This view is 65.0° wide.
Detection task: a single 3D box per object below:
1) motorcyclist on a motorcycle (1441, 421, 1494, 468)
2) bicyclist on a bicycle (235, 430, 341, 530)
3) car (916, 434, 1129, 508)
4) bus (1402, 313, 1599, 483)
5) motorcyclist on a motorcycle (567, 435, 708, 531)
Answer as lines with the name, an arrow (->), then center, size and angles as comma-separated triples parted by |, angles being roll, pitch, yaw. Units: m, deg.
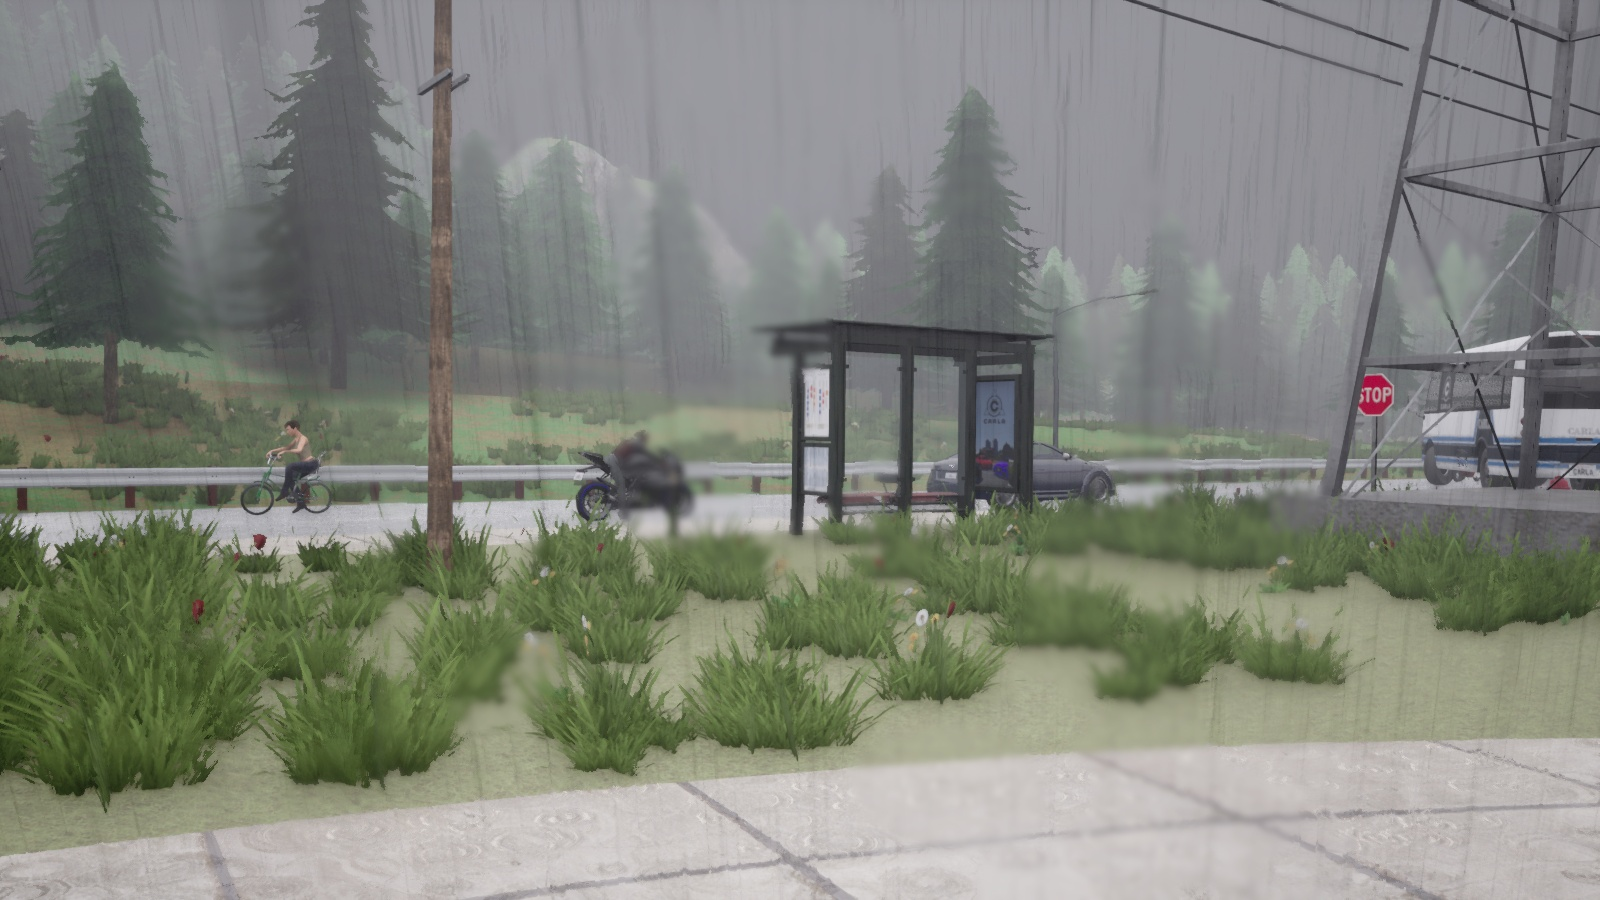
motorcyclist on a motorcycle -> 22.955, -0.199, 43.160 | 1.817, 1.590, 0.866 | -1, 1, -35
bicyclist on a bicycle -> -8.697, 0.481, 21.338 | 1.509, 1.612, 0.866 | -1, 1, -34
car -> 4.695, 0.383, 26.325 | 4.181, 1.385, 1.994 | -1, 1, -34
bus -> 20.869, -1.400, 36.621 | 3.944, 4.253, 10.273 | 0, 1, 14
motorcyclist on a motorcycle -> -2.729, 0.518, 21.208 | 2.191, 1.530, 0.866 | -1, 1, -35
